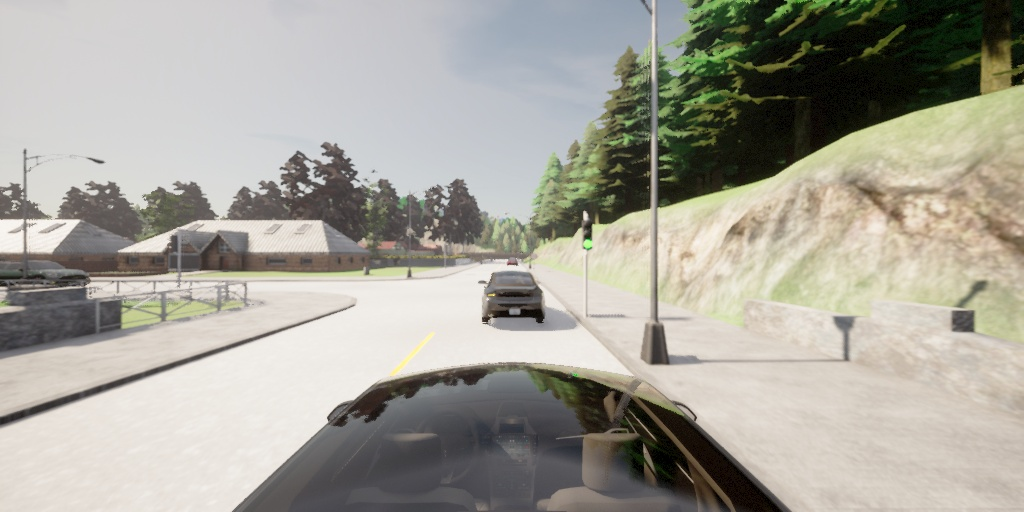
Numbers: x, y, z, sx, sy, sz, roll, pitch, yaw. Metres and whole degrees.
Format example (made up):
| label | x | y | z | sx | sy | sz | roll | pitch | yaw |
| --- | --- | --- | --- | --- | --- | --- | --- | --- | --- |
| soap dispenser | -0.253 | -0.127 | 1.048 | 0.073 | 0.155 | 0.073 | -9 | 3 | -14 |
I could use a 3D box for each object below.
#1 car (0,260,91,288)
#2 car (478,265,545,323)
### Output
| label | x | y | z | sx | sy | sz | roll | pitch | yaw |
| --- | --- | --- | --- | --- | --- | --- | --- | --- | --- |
| car | -27.550 | 1.052 | 20.807 | 4.553 | 1.767 | 2.097 | 0 | 0 | 0 |
| car | -0.064 | 1.228 | 11.996 | 1.837 | 1.490 | 4.892 | 0 | 0 | -3 |
